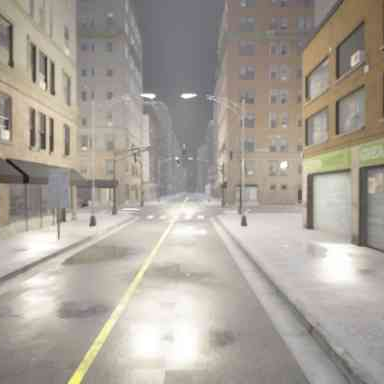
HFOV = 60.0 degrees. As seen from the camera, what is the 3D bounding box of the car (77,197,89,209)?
[{"bbox_3d":[-14.741,1.315,40.492,4.313,1.339,1.947,0,1,0],"label":"car"}]
